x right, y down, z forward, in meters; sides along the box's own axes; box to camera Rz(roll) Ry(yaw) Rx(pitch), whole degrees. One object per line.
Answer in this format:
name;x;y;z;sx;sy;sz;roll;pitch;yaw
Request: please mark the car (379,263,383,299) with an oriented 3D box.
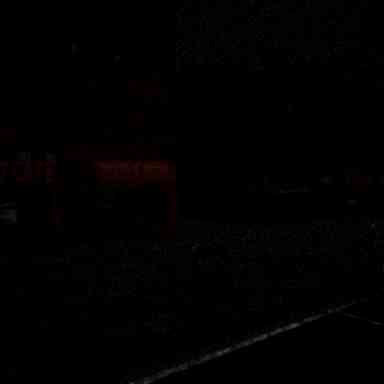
car;5.613;1.404;6.843;4.097;1.590;1.967;0;-1;-35
